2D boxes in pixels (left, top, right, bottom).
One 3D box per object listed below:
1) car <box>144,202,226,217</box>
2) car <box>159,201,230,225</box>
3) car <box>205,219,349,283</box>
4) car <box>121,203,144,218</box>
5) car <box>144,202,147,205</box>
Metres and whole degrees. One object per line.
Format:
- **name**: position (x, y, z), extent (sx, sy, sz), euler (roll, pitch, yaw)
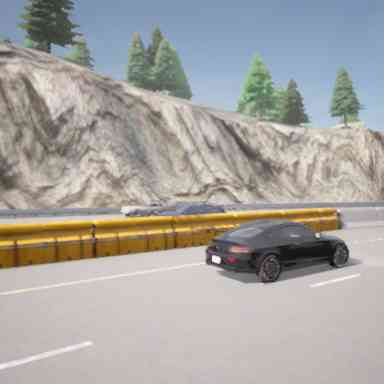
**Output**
- **car**: position (-0.261, 1.517, 20.430), extent (4.674, 1.442, 1.812), euler (0, 0, -32)
- **car**: position (0.225, 1.481, 24.812), extent (4.902, 1.511, 2.128), euler (0, 0, -30)
- **car**: position (2.531, 1.521, 9.590), extent (4.674, 1.442, 1.812), euler (0, 0, -33)
- **car**: position (-4.051, 1.589, 30.435), extent (4.718, 1.301, 1.895), euler (0, 0, -31)
- **car**: position (-1.000, 1.536, 28.193), extent (5.357, 1.411, 2.033), euler (0, 0, -30)
